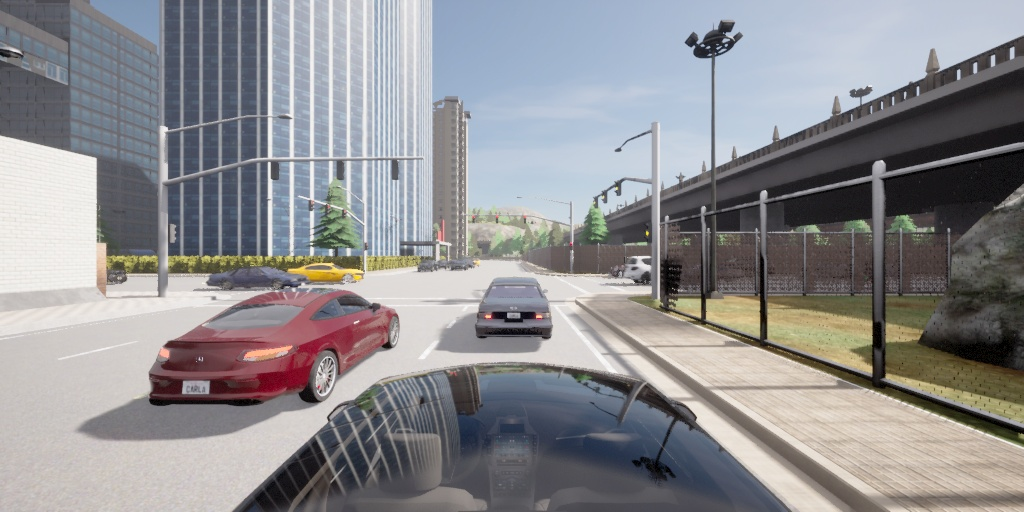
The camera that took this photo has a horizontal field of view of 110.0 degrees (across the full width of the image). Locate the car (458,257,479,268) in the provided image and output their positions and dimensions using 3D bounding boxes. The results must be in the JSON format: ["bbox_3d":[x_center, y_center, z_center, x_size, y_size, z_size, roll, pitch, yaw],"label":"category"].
[{"bbox_3d":[-7.193,1.297,58.802,2.033,1.411,5.357,0,0,0],"label":"car"}]

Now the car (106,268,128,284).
[{"bbox_3d":[-30.212,1.283,25.311,5.008,1.535,1.882,0,0,0],"label":"car"}]

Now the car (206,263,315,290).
[{"bbox_3d":[-15.402,1.340,21.869,5.357,1.411,2.033,-1,0,0],"label":"car"}]

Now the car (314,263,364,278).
[{"bbox_3d":[-13.526,1.267,26.187,5.008,1.535,1.882,0,0,-12],"label":"car"}]

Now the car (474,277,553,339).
[{"bbox_3d":[0.078,1.297,10.052,2.033,1.411,5.357,0,0,1],"label":"car"}]

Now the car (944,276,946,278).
[{"bbox_3d":[38.409,1.310,29.272,4.892,1.490,1.837,0,0,0],"label":"car"}]

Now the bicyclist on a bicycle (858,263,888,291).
[{"bbox_3d":[18.264,1.106,18.231,0.582,1.620,1.656,0,0,0],"label":"bicyclist on a bicycle"}]

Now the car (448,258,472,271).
[{"bbox_3d":[-7.186,1.314,49.565,1.994,1.385,4.181,0,0,0],"label":"car"}]

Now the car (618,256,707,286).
[{"bbox_3d":[10.853,1.029,25.482,5.566,2.045,2.150,0,0,0],"label":"car"}]

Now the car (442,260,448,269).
[{"bbox_3d":[-10.700,1.276,55.030,1.812,1.442,4.674,0,0,0],"label":"car"}]

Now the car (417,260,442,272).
[{"bbox_3d":[-10.685,1.255,45.791,1.837,1.490,4.892,0,0,0],"label":"car"}]

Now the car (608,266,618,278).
[{"bbox_3d":[11.196,1.157,32.746,4.553,1.767,2.097,0,0,2],"label":"car"}]

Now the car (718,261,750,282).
[{"bbox_3d":[15.835,1.353,29.203,5.357,1.411,2.033,0,0,0],"label":"car"}]

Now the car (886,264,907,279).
[{"bbox_3d":[32.853,1.351,32.770,5.357,1.411,2.033,0,0,0],"label":"car"}]

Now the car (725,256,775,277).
[{"bbox_3d":[20.773,1.027,32.724,5.566,2.045,2.150,0,0,0],"label":"car"}]

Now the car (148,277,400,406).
[{"bbox_3d":[-3.450,1.276,6.231,1.812,1.442,4.674,0,0,0],"label":"car"}]

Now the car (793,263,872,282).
[{"bbox_3d":[25.739,1.297,29.242,4.902,1.511,2.128,0,0,0],"label":"car"}]
